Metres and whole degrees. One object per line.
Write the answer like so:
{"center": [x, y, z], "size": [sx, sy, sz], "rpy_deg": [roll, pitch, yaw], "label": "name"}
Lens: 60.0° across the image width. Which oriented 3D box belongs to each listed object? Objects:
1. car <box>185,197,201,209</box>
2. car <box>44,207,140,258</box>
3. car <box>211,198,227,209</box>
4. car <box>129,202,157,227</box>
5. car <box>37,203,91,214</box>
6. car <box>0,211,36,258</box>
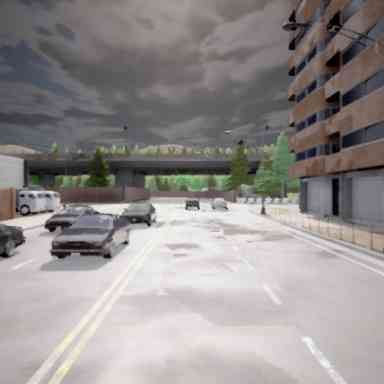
{"center": [0.087, 1.493, 44.754], "size": [1.837, 1.490, 4.892], "rpy_deg": [0, 1, 0], "label": "car"}
{"center": [-3.603, 1.546, 12.956], "size": [2.033, 1.411, 5.357], "rpy_deg": [0, 0, 0], "label": "car"}
{"center": [3.565, 1.514, 44.005], "size": [1.812, 1.442, 4.674], "rpy_deg": [0, 0, 0], "label": "car"}
{"center": [-3.586, 1.475, 23.233], "size": [1.882, 1.535, 5.008], "rpy_deg": [0, 0, 0], "label": "car"}
{"center": [-7.095, 1.545, 20.437], "size": [2.033, 1.411, 5.357], "rpy_deg": [0, 0, 0], "label": "car"}
{"center": [-7.103, 1.546, 10.085], "size": [2.033, 1.411, 5.357], "rpy_deg": [0, 0, 0], "label": "car"}
